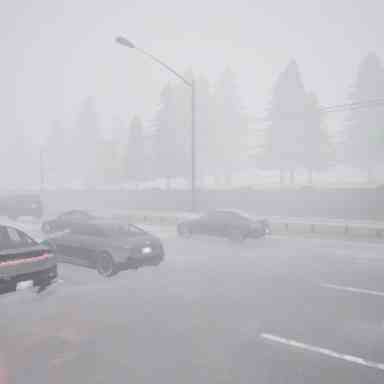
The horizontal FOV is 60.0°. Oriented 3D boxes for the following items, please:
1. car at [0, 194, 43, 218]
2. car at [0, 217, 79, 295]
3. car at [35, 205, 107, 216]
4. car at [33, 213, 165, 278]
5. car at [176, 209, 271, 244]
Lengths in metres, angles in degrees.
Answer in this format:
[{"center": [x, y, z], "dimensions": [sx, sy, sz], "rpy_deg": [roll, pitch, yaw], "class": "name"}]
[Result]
[{"center": [-14.363, 1.212, 27.116], "dimensions": [5.566, 2.045, 2.150], "rpy_deg": [0, 0, 36], "class": "car"}, {"center": [-5.032, 1.490, 7.540], "dimensions": [4.902, 1.511, 2.128], "rpy_deg": [0, 0, 36], "class": "car"}, {"center": [-5.493, 1.521, 16.485], "dimensions": [4.674, 1.442, 1.812], "rpy_deg": [0, 0, 35], "class": "car"}, {"center": [-2.869, 1.562, 10.294], "dimensions": [4.181, 1.385, 1.994], "rpy_deg": [0, 0, 36], "class": "car"}, {"center": [1.407, 1.523, 15.838], "dimensions": [4.674, 1.442, 1.812], "rpy_deg": [0, 0, 36], "class": "car"}]
